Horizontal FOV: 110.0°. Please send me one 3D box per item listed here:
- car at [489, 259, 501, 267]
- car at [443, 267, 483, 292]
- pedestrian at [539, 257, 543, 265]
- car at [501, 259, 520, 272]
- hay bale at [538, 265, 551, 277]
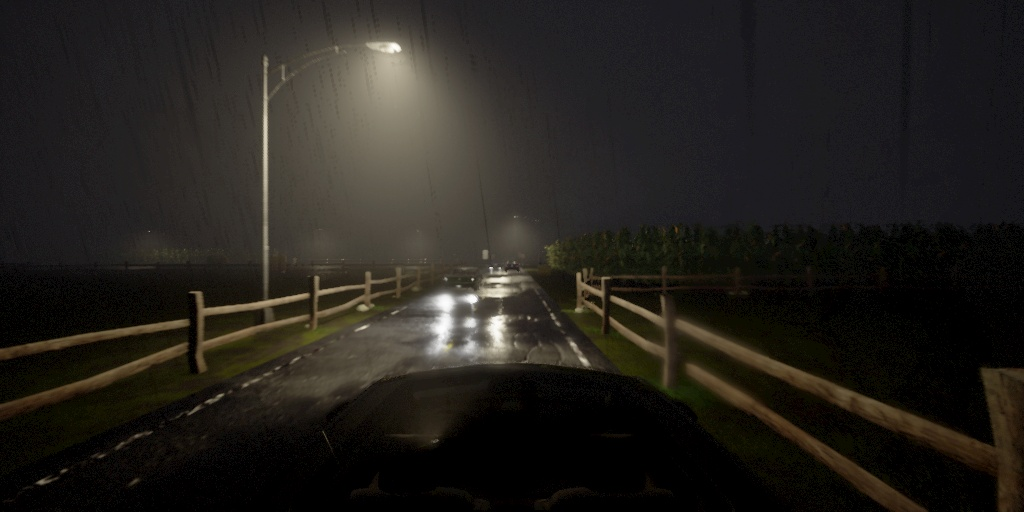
[{"bbox_3d":[-2.773,1.247,62.618,1.812,1.442,4.674,0,0,0],"label":"car"},{"bbox_3d":[-2.852,1.341,21.612,1.895,1.301,4.718,0,0,0],"label":"car"},{"bbox_3d":[2.820,1.022,35.795,0.375,1.860,0.375,-1,1,-5],"label":"pedestrian"},{"bbox_3d":[0.014,1.267,45.427,2.033,1.411,5.357,0,0,0],"label":"car"},{"bbox_3d":[3.120,1.386,34.708,1.220,1.180,1.240,0,0,0],"label":"hay bale"}]
